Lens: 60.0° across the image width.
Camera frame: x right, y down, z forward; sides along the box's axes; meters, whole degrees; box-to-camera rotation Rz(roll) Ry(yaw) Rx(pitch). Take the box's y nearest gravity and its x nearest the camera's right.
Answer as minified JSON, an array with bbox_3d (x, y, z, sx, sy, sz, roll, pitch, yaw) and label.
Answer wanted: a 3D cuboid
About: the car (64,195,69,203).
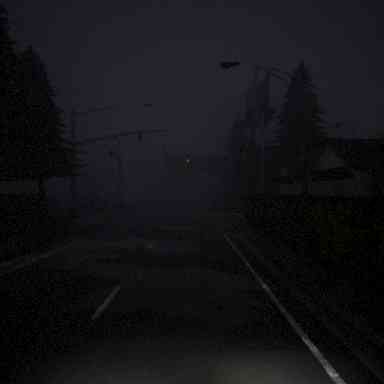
[{"bbox_3d":[-24.050,1.453,68.527,4.514,1.523,2.007,0,0,-1],"label":"car"}]

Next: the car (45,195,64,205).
[{"bbox_3d":[-24.683,1.224,56.067,4.605,1.855,1.932,0,0,-1],"label":"car"}]

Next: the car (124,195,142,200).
[{"bbox_3d":[-16.544,1.551,93.550,4.514,1.523,2.007,0,0,-1],"label":"car"}]

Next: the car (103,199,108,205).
[{"bbox_3d":[-16.204,1.488,56.157,3.806,1.475,1.970,0,0,-1],"label":"car"}]

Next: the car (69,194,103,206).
[{"bbox_3d":[-16.794,1.196,52.830,3.866,1.878,1.905,0,0,-1],"label":"car"}]

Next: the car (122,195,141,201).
[{"bbox_3d":[-16.471,1.534,90.414,5.027,1.636,2.152,0,0,-1],"label":"car"}]

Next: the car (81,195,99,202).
[{"bbox_3d":[-24.071,1.497,78.520,3.633,1.501,1.845,0,0,-1],"label":"car"}]

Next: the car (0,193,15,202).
[{"bbox_3d":[-42.597,1.266,74.793,4.605,1.855,1.932,0,0,-1],"label":"car"}]
